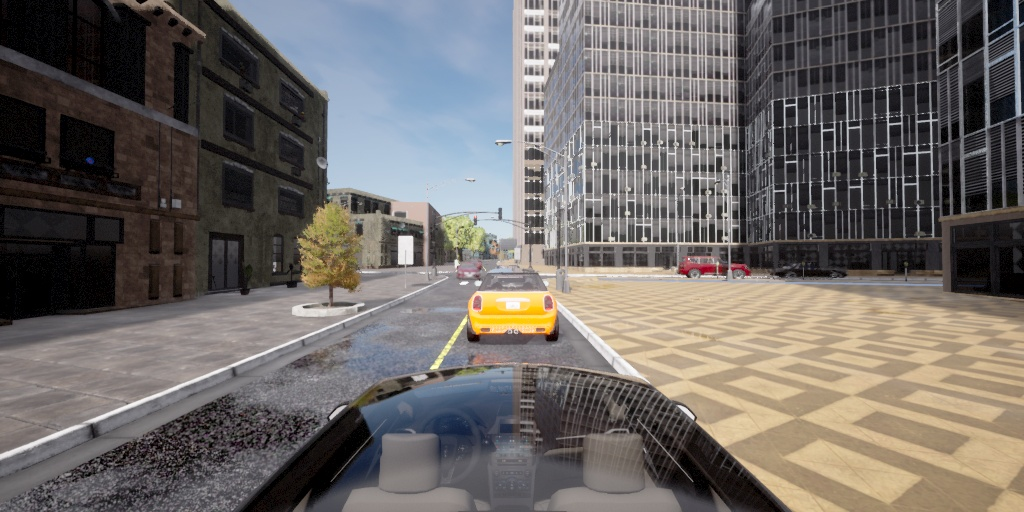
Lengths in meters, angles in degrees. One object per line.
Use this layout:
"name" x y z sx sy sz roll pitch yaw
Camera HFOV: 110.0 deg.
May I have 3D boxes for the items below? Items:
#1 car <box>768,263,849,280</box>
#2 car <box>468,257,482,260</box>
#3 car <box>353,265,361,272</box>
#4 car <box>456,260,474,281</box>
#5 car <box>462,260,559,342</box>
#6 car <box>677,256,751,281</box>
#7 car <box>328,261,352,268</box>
"car" 23.435 1.243 28.485 4.718 1.301 1.895 0 -1 18
"car" -5.478 1.240 53.338 1.882 1.535 5.008 0 0 -6
"car" -20.723 1.343 42.768 5.357 1.411 2.033 0 -1 18
"car" -3.670 1.282 30.359 1.812 1.442 4.674 1 0 -9
"car" 0.004 1.105 9.980 2.097 1.767 4.553 0 0 0
"car" 15.744 0.938 28.235 5.009 1.841 2.192 0 0 18
"car" -20.586 1.318 40.121 4.313 1.339 1.948 0 0 18
